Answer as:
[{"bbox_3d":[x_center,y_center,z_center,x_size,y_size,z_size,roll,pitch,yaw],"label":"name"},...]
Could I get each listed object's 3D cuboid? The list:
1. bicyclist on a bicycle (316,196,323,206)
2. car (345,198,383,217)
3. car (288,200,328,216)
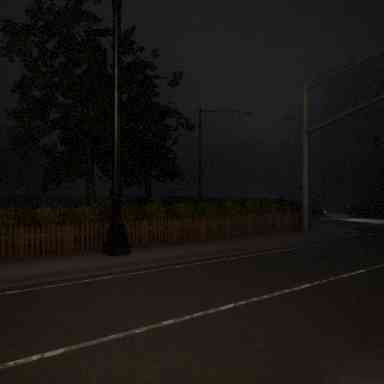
[{"bbox_3d":[16.101,1.303,42.071,1.656,1.620,0.582,0,0,-35],"label":"bicyclist on a bicycle"},{"bbox_3d":[16.011,1.352,29.387,2.097,1.767,4.553,0,0,-35],"label":"car"},{"bbox_3d":[10.266,1.491,31.192,2.128,1.511,4.902,0,0,-35],"label":"car"}]
